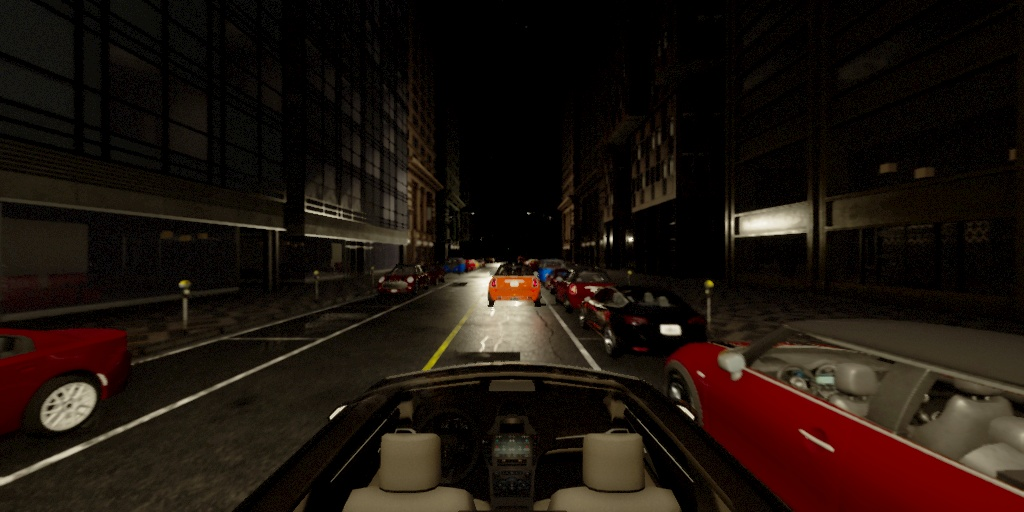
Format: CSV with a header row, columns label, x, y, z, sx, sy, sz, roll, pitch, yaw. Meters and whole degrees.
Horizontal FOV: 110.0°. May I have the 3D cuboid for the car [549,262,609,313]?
label,x,y,z,sx,sy,sz,roll,pitch,yaw
car,2.761,1.187,13.923,1.967,1.591,4.097,0,0,0

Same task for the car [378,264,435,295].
label,x,y,z,sx,sy,sz,roll,pitch,yaw
car,-5.764,1.187,19.514,1.967,1.591,4.097,0,0,0

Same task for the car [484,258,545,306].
label,x,y,z,sx,sy,sz,roll,pitch,yaw
car,0.096,1.099,15.767,2.097,1.767,4.553,0,0,0

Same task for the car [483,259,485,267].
label,x,y,z,sx,sy,sz,roll,pitch,yaw
car,-5.767,1.180,64.332,1.967,1.591,4.097,0,0,0

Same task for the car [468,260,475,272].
label,x,y,z,sx,sy,sz,roll,pitch,yaw
car,-5.766,1.289,41.923,1.888,1.381,4.507,0,0,0

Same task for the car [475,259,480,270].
label,x,y,z,sx,sy,sz,roll,pitch,yaw
car,-5.766,1.288,47.525,1.888,1.381,4.507,0,0,0

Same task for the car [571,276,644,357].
label,x,y,z,sx,sy,sz,roll,pitch,yaw
car,2.762,1.314,8.321,1.948,1.339,4.313,0,0,0

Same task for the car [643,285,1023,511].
label,x,y,z,sx,sy,sz,roll,pitch,yaw
car,2.762,1.189,2.720,1.967,1.591,4.097,0,0,0

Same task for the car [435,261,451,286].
label,x,y,z,sx,sy,sz,roll,pitch,yaw
car,-5.765,1.291,25.116,1.888,1.381,4.507,0,0,0

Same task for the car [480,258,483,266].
label,x,y,z,sx,sy,sz,roll,pitch,yaw
car,-5.767,1.267,52.957,1.751,1.417,4.829,0,0,0

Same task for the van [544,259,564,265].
label,x,y,z,sx,sy,sz,roll,pitch,yaw
van,2.761,1.086,25.126,1.690,1.789,3.998,0,0,0

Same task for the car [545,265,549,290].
label,x,y,z,sx,sy,sz,roll,pitch,yaw
car,2.761,1.328,19.525,1.802,1.307,4.207,0,0,0

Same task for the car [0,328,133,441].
label,x,y,z,sx,sy,sz,roll,pitch,yaw
car,-5.763,1.296,2.708,1.888,1.381,4.507,0,0,0

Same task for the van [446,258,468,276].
label,x,y,z,sx,sy,sz,roll,pitch,yaw
van,-5.765,1.085,36.321,1.690,1.789,3.998,0,0,0
